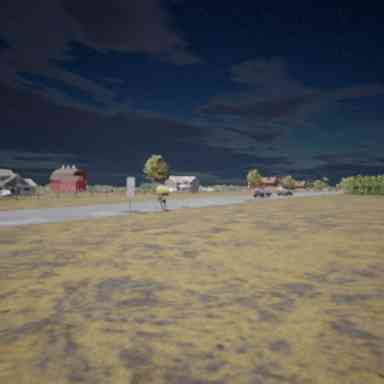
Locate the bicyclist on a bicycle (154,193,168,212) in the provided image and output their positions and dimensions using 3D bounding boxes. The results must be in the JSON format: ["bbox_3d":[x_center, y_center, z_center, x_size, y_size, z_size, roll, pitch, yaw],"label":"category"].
[{"bbox_3d":[-2.779,0.937,29.599,1.656,1.620,0.582,0,1,35],"label":"bicyclist on a bicycle"}]

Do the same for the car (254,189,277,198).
[{"bbox_3d":[12.411,0.223,57.711,1.837,1.490,4.892,2,2,36],"label":"car"}]

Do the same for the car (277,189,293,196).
[{"bbox_3d":[18.546,0.083,66.350,2.033,1.411,5.357,2,2,35],"label":"car"}]
